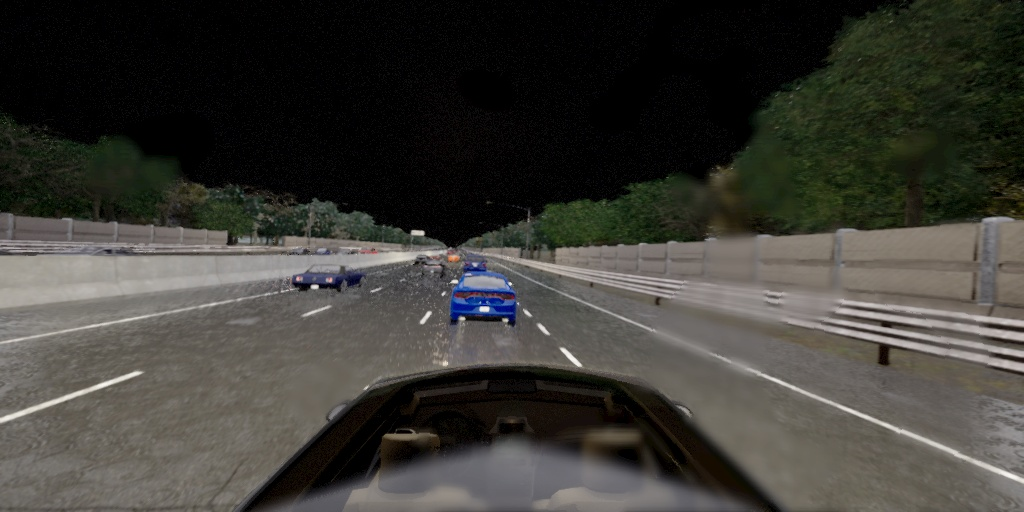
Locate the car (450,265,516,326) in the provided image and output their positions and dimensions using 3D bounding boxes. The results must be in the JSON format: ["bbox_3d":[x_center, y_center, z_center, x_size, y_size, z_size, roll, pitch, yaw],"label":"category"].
[{"bbox_3d":[-0.996,1.264,11.965,1.882,1.535,5.008,3,-1,-6],"label":"car"}]

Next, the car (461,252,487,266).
[{"bbox_3d":[-3.617,0.914,35.038,2.150,2.045,5.566,3,0,-7],"label":"car"}]

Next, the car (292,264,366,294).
[{"bbox_3d":[-8.664,1.036,17.528,1.895,1.301,4.718,3,0,-6],"label":"car"}]

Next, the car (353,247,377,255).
[{"bbox_3d":[-24.194,-0.456,60.024,2.150,2.045,5.566,3,1,-7],"label":"car"}]

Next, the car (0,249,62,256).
[{"bbox_3d":[-18.641,0.359,11.617,1.882,1.535,5.008,3,-1,-6],"label":"car"}]

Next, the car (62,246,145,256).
[{"bbox_3d":[-23.039,0.192,19.767,2.128,1.511,4.902,3,0,-6],"label":"car"}]

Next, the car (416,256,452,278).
[{"bbox_3d":[-6.730,1.037,31.414,2.128,1.511,4.902,3,0,-7],"label":"car"}]

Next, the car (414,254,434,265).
[{"bbox_3d":[-12.437,0.574,50.063,1.837,1.490,4.892,3,1,-7],"label":"car"}]
